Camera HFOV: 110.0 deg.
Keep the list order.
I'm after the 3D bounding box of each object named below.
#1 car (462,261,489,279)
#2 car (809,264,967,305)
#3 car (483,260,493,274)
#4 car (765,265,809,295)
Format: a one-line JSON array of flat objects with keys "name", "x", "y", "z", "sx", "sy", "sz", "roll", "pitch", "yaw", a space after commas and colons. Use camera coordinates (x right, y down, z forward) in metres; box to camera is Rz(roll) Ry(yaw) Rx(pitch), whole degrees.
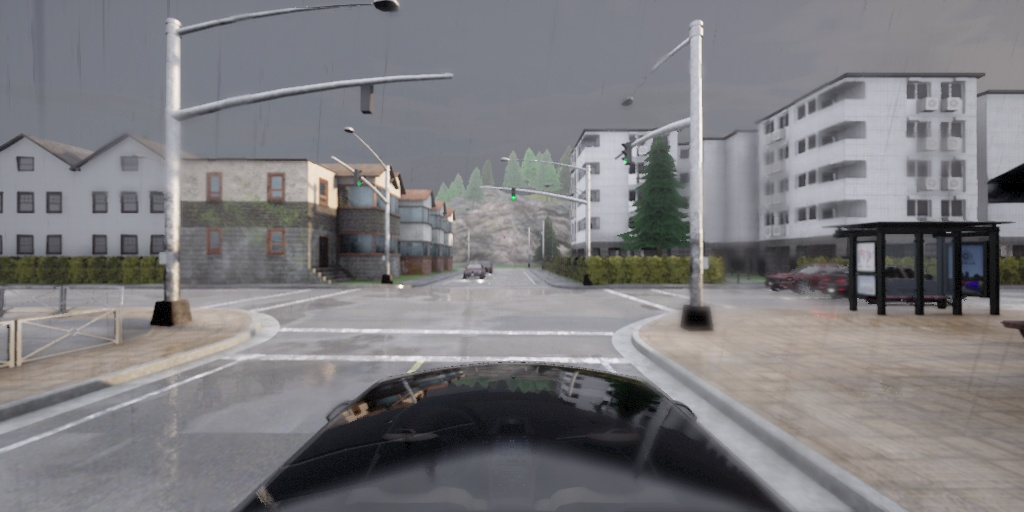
[{"name": "car", "x": -3.597, "y": 1.467, "z": 34.982, "sx": 1.812, "sy": 1.442, "sz": 4.674, "roll": 0, "pitch": 0, "yaw": 0}, {"name": "car", "x": 15.475, "y": 1.153, "z": 14.674, "sx": 4.892, "sy": 1.490, "sz": 1.837, "roll": 0, "pitch": 0, "yaw": 0}, {"name": "car", "x": -3.586, "y": 1.359, "z": 46.090, "sx": 2.097, "sy": 1.767, "sz": 4.553, "roll": 0, "pitch": -1, "yaw": 0}, {"name": "car", "x": 15.731, "y": 1.147, "z": 18.275, "sx": 5.008, "sy": 1.535, "sz": 1.882, "roll": 0, "pitch": 0, "yaw": 0}]
